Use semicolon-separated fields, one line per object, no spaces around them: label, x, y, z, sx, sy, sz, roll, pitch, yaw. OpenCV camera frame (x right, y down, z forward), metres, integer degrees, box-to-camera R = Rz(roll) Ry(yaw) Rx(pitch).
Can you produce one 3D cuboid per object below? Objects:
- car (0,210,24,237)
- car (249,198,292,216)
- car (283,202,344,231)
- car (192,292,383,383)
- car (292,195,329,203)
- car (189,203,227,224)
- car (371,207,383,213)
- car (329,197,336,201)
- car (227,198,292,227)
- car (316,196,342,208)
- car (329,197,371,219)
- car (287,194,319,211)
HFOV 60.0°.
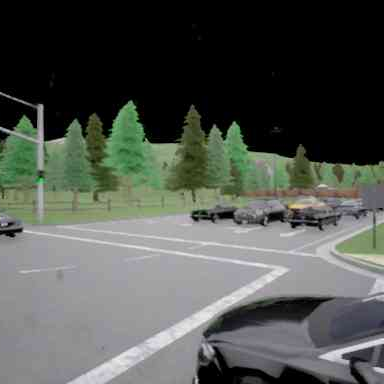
car;-10.363;1.503;16.375;5.357;1.411;2.033;0;0;37
car;7.585;1.361;31.786;2.128;1.511;4.902;0;0;38
car;7.553;1.513;20.329;1.895;1.301;4.718;0;0;38
car;2.240;1.477;2.447;4.902;1.511;2.128;0;0;37
car;10.187;1.352;29.432;1.882;1.535;5.008;0;0;38
car;1.870;1.507;24.429;1.895;1.301;4.718;0;0;38
car;18.682;1.332;34.660;2.128;1.511;4.902;0;0;38
car;15.944;1.342;36.839;1.837;1.490;4.892;0;0;38
car;4.610;1.262;22.250;2.097;1.767;4.553;0;0;38
car;19.368;1.342;46.886;2.033;1.411;5.357;0;0;38
car;13.158;1.402;27.525;1.812;1.442;4.674;0;0;38
car;13.035;1.187;38.794;2.097;1.767;4.553;0;0;38
